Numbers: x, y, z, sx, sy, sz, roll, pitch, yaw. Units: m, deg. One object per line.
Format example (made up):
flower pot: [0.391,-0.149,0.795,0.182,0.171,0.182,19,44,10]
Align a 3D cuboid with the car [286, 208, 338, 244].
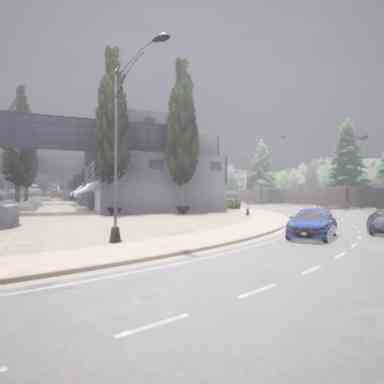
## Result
car: [6.199,1.596,16.945,1.882,1.535,5.008,0,0,30]

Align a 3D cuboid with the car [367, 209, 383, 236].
car: [11.020,1.708,18.682,1.994,1.385,4.181,0,0,25]

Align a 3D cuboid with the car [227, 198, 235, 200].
car: [7.744,1.931,66.030,1.812,1.442,4.674,0,-1,-21]
